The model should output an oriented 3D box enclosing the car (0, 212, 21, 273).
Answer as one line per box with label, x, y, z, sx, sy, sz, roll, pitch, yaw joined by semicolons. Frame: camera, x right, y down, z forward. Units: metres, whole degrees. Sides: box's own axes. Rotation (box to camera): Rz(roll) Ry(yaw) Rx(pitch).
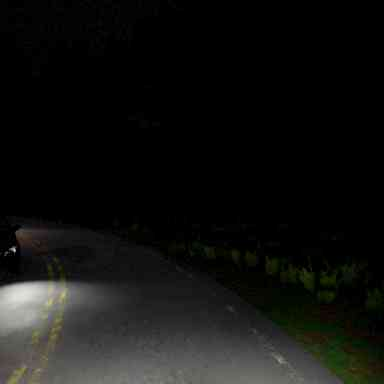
car;-6.097;1.322;9.583;1.812;1.442;4.674;1;2;-32
